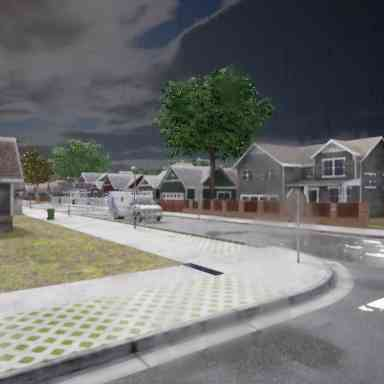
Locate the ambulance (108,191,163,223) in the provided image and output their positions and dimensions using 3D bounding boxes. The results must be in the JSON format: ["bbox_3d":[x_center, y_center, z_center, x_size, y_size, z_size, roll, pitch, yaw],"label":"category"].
[{"bbox_3d":[-4.726,1.167,27.558,2.351,2.431,6.366,0,0,-35],"label":"ambulance"}]
